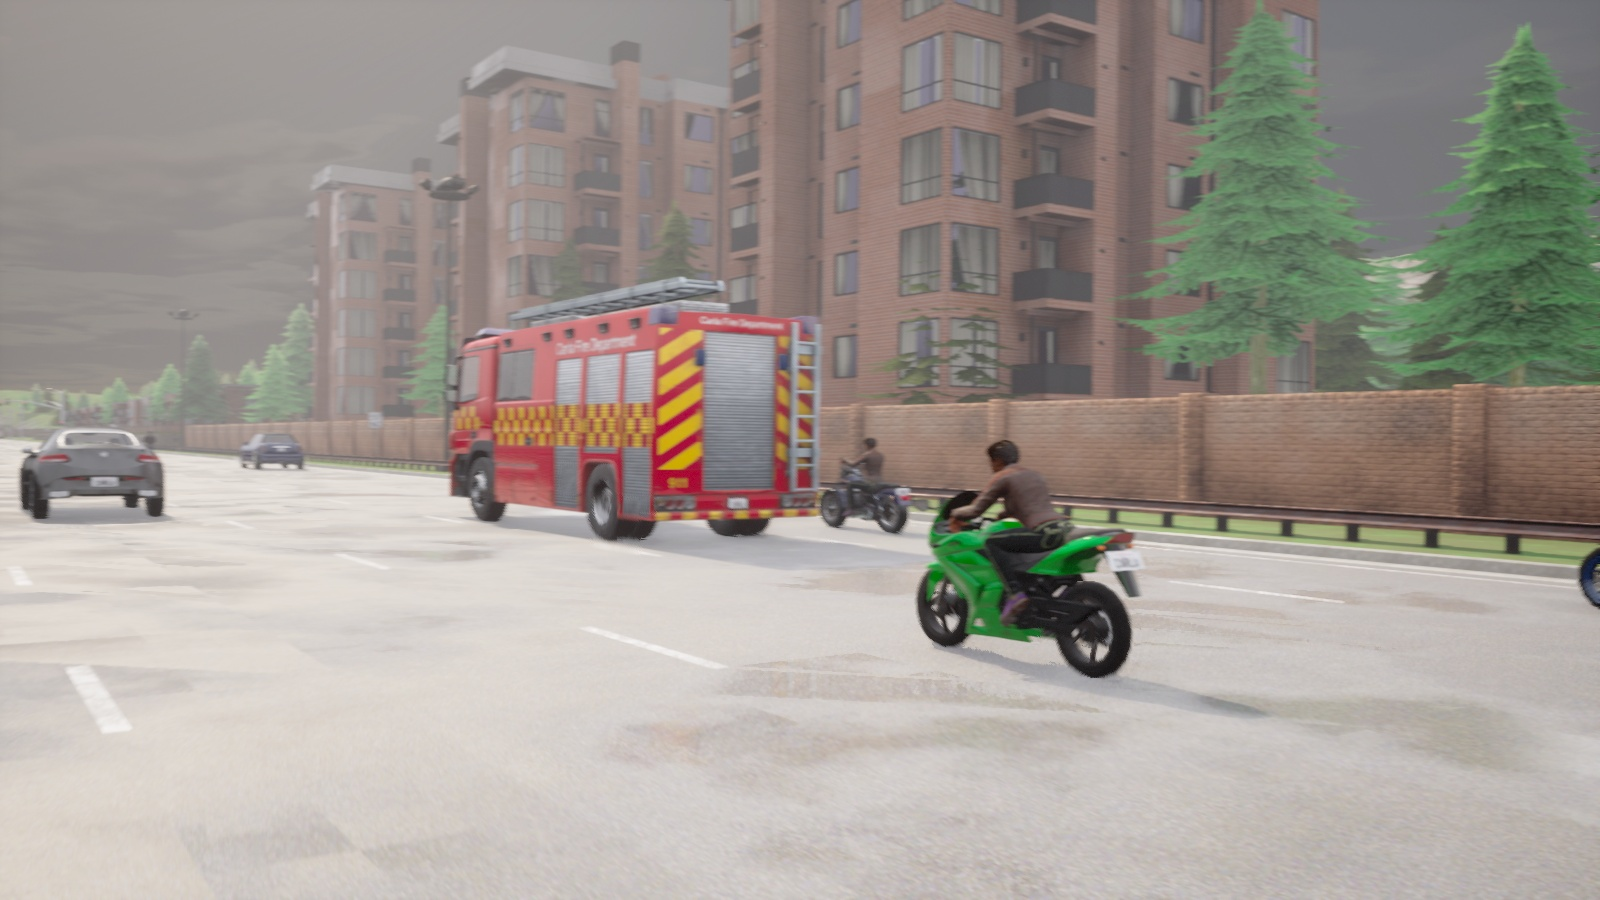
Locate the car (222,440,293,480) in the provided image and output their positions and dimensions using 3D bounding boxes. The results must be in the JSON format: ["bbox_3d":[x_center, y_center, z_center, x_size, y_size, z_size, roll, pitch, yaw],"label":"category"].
[{"bbox_3d":[-25.082,0.422,57.977,2.097,1.767,4.553,-1,0,-35],"label":"car"}]

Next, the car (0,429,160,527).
[{"bbox_3d":[-13.782,0.463,23.886,2.152,1.651,5.027,-1,0,-35],"label":"car"}]

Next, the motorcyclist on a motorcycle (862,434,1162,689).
[{"bbox_3d":[1.375,0.663,8.563,0.797,1.523,2.044,-1,0,-35],"label":"motorcyclist on a motorcycle"}]

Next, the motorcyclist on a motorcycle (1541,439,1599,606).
[{"bbox_3d":[8.026,0.663,11.285,0.866,1.530,2.191,-1,0,-35],"label":"motorcyclist on a motorcycle"}]

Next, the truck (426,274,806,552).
[{"bbox_3d":[-3.552,-0.526,21.548,2.891,3.827,8.468,-1,0,-35],"label":"truck"}]

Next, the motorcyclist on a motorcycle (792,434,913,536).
[{"bbox_3d":[0.858,0.564,21.393,0.766,1.649,2.350,-1,0,-35],"label":"motorcyclist on a motorcycle"}]
